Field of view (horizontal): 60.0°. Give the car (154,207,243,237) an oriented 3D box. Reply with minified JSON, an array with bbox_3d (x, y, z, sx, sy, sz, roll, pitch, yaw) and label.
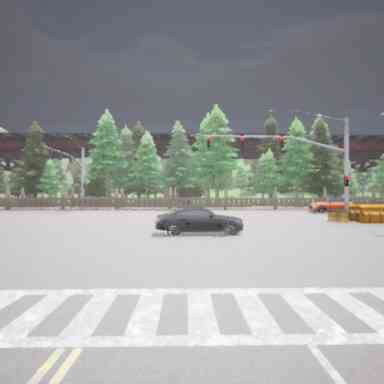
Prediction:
[{"bbox_3d":[0.357,1.534,17.616,4.674,1.442,1.812,0,0,-2],"label":"car"}]

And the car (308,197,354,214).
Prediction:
[{"bbox_3d":[14.930,1.370,35.767,4.553,1.767,2.097,0,0,-2],"label":"car"}]

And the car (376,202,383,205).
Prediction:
[{"bbox_3d":[16.891,1.578,28.818,4.181,1.385,1.994,0,0,-2],"label":"car"}]
